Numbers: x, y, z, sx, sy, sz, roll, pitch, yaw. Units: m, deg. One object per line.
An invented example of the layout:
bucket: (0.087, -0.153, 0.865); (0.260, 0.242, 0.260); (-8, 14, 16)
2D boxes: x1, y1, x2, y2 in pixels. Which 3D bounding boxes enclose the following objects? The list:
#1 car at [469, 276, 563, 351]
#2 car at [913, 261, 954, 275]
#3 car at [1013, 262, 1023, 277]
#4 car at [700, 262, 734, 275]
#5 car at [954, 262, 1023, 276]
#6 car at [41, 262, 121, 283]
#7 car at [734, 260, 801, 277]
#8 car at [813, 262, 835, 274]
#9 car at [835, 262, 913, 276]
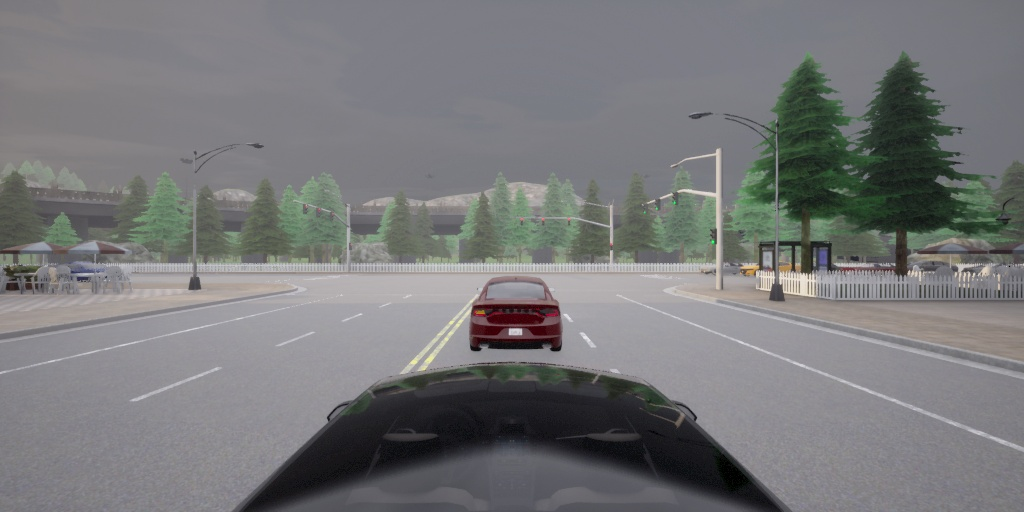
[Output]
car: (0.103, 1.228, 8.989); (1.882, 1.535, 5.008); (0, 0, 1)
car: (40.969, 1.199, 35.696); (4.892, 1.490, 1.837); (0, 0, 10)
car: (50.983, 1.242, 33.042); (5.357, 1.411, 2.033); (0, 0, 22)
car: (21.881, 1.295, 36.646); (4.718, 1.301, 1.895); (0, 0, 1)
car: (43.003, 1.258, 31.776); (4.181, 1.385, 1.994); (0, 0, 14)
car: (-31.251, 1.172, 26.246); (5.008, 1.535, 1.882); (0, 0, -1)
car: (23.817, 1.172, 33.115); (5.008, 1.535, 1.882); (0, 0, 1)
car: (31.050, 1.295, 36.498); (4.718, 1.301, 1.895); (0, 0, 2)
car: (33.121, 1.295, 32.923); (4.718, 1.301, 1.895); (0, 0, 2)
